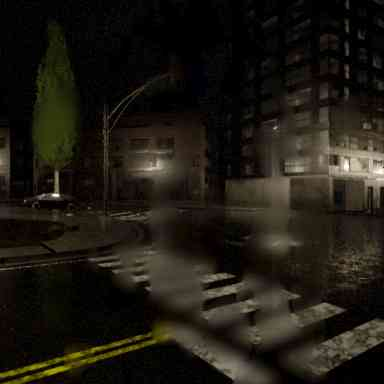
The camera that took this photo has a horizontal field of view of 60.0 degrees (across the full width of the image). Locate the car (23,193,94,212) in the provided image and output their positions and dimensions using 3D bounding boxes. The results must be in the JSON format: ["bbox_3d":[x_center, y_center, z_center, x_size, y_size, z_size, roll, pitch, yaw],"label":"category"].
[{"bbox_3d":[-10.548,0.787,26.294,5.357,1.411,2.033,1,0,11],"label":"car"}]
